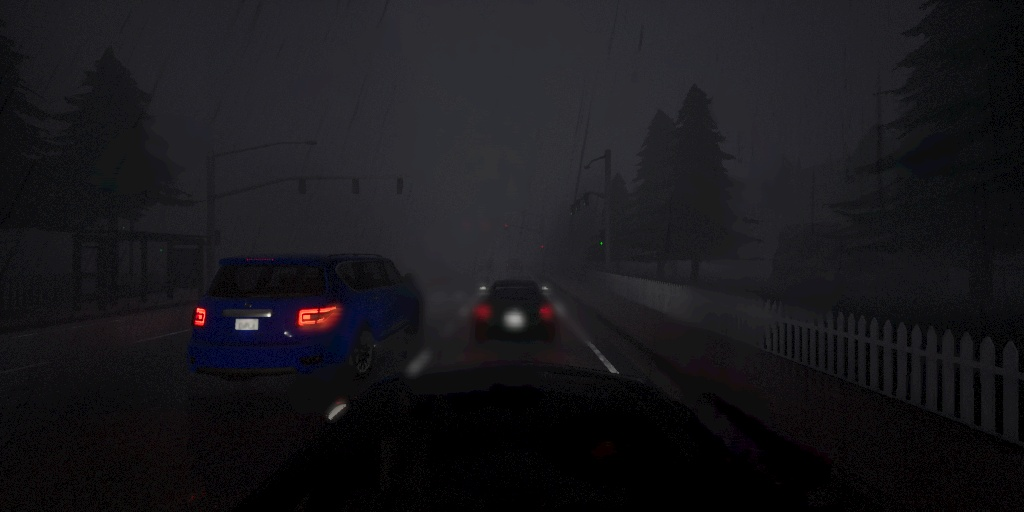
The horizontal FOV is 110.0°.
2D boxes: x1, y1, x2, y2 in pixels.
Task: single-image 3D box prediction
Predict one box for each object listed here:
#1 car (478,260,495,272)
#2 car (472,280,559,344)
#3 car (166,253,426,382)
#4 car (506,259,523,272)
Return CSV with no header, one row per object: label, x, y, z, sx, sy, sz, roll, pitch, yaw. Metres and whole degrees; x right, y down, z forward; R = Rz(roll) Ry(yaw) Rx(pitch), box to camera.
car,-3.224,1.242,45.592,2.128,1.511,4.902,0,0,1
car,0.089,1.314,9.592,1.994,1.385,4.181,0,0,1
car,-3.404,0.972,7.312,2.150,2.045,5.566,0,0,0
car,0.278,1.102,45.689,2.097,1.767,4.553,0,0,0
